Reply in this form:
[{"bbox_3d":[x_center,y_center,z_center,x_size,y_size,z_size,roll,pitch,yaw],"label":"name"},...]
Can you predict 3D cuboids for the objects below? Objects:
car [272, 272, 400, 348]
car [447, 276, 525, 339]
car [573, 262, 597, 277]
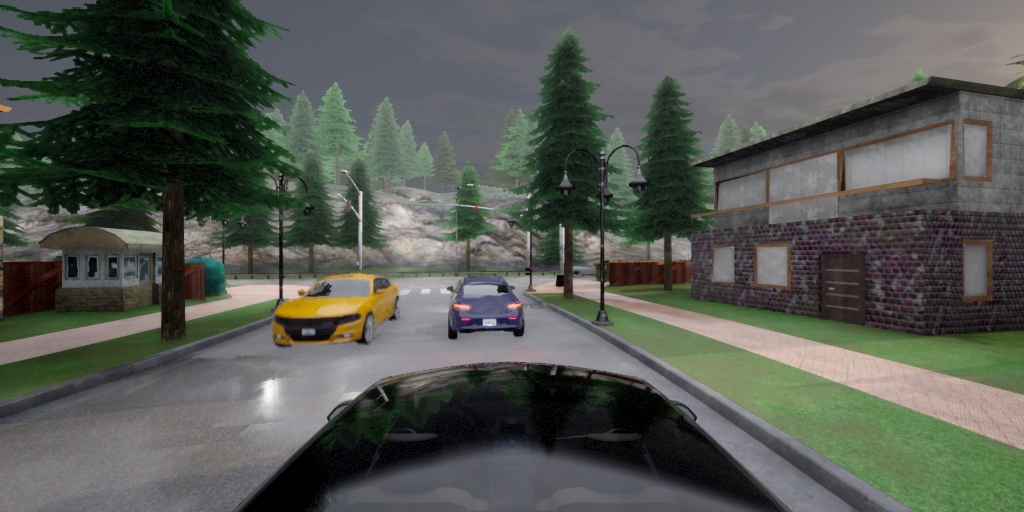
[{"bbox_3d":[-4.293,1.227,9.546,1.882,1.535,5.008,0,0,-7],"label":"car"},{"bbox_3d":[-0.832,1.276,10.050,1.812,1.442,4.674,0,0,-9],"label":"car"},{"bbox_3d":[6.880,1.193,32.181,4.718,1.301,1.895,0,0,-12],"label":"car"}]
